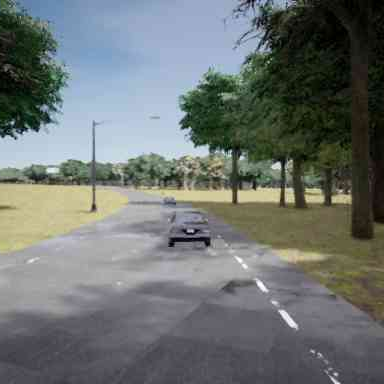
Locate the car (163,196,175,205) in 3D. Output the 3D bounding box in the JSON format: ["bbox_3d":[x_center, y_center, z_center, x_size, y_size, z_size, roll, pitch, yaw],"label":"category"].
[{"bbox_3d":[-3.999,1.468,58.330,2.033,1.411,5.357,0,0,-9],"label":"car"}]

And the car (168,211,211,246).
[{"bbox_3d":[-0.174,1.614,15.747,2.033,1.411,5.357,0,0,-3],"label":"car"}]
